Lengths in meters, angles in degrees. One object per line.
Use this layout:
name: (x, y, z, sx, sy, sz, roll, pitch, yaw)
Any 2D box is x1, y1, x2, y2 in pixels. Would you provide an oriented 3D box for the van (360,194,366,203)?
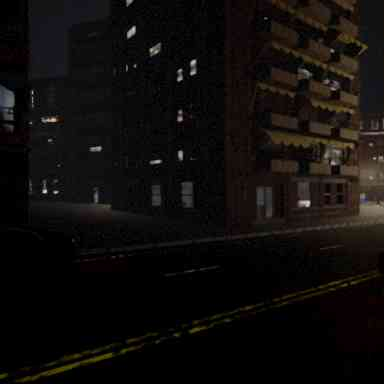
van: (31.049, 1.179, 63.405, 3.998, 1.788, 1.690, 1, -1, 21)

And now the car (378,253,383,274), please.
car: (6.710, 1.646, 8.359, 4.718, 1.301, 1.895, 0, 0, -36)

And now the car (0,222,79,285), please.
car: (-5.266, 1.497, 7.937, 4.902, 1.511, 2.128, 0, 0, -36)
